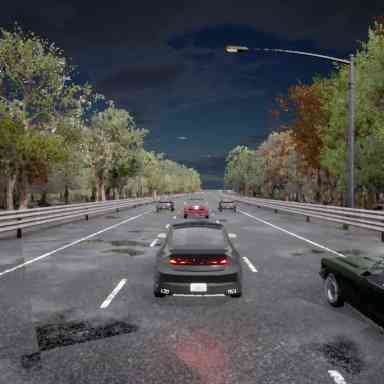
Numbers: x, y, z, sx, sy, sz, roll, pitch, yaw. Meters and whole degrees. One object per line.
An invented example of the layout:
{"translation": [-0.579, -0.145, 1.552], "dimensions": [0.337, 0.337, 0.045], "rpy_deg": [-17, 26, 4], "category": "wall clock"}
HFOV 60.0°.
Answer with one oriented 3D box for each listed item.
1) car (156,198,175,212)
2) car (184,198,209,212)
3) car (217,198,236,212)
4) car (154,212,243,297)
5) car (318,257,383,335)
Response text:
{"translation": [-2.998, 1.479, 38.530], "dimensions": [2.128, 1.511, 4.902], "rpy_deg": [0, 0, 1], "category": "car"}
{"translation": [0.355, 1.344, 29.500], "dimensions": [2.097, 1.767, 4.553], "rpy_deg": [0, 0, 0], "category": "car"}
{"translation": [4.007, 1.479, 38.668], "dimensions": [2.128, 1.511, 4.902], "rpy_deg": [0, 0, 1], "category": "car"}
{"translation": [0.133, 1.503, 8.532], "dimensions": [1.837, 1.490, 4.892], "rpy_deg": [0, 0, 0], "category": "car"}
{"translation": [3.614, 1.600, 4.996], "dimensions": [1.895, 1.301, 4.718], "rpy_deg": [0, 0, 0], "category": "car"}
